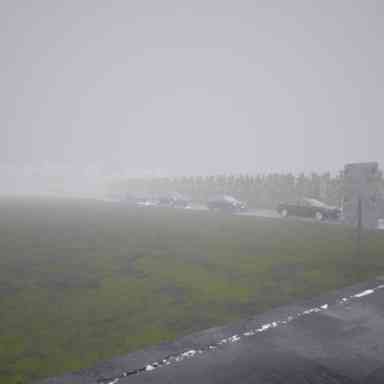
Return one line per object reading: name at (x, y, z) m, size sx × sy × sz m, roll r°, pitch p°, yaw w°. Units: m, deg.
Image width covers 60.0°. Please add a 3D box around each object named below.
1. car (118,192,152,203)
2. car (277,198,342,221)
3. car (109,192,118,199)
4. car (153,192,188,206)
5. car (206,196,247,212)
car at (-8.384, 0.773, 48.648) m, size 2.033 × 1.411 × 5.357 m, roll 1°, pitch 1°, yaw -35°
car at (8.655, 1.217, 24.862) m, size 1.882 × 1.535 × 5.008 m, roll 1°, pitch 1°, yaw -34°
car at (-13.635, 0.593, 60.749) m, size 1.994 × 1.385 × 4.181 m, roll 1°, pitch 1°, yaw -36°
car at (-2.403, 0.756, 40.296) m, size 2.097 × 1.767 × 4.553 m, roll 1°, pitch 1°, yaw -36°
car at (3.288, 1.101, 32.390) m, size 1.812 × 1.442 × 4.674 m, roll 1°, pitch 1°, yaw -36°
